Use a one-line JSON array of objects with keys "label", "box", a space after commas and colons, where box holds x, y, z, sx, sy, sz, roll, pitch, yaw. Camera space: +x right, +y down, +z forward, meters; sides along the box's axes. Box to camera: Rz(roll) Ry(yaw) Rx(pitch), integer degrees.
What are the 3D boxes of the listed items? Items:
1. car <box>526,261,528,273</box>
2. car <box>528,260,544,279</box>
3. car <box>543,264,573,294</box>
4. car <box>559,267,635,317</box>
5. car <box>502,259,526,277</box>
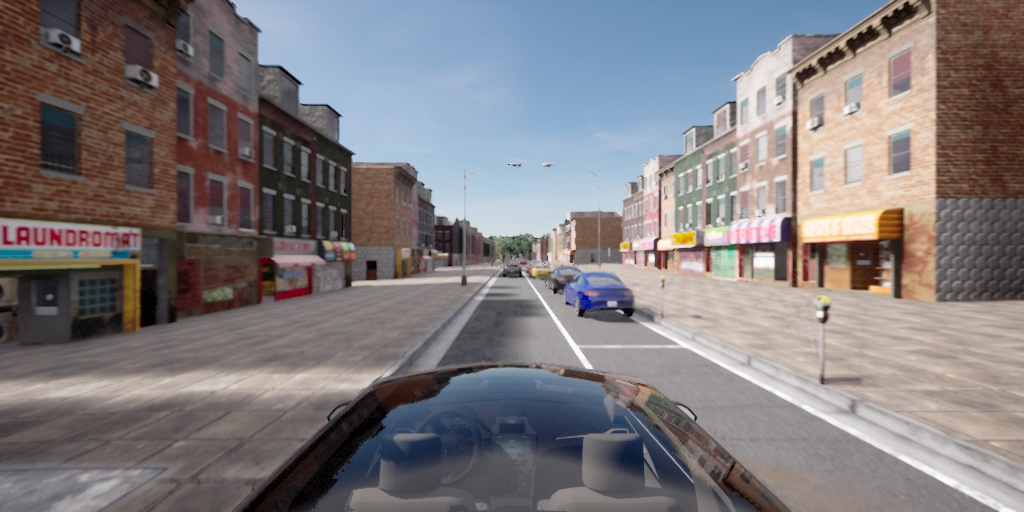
[{"label": "car", "box": [2.640, 1.380, 37.937, 1.802, 1.307, 4.207, 0, 0, 0]}, {"label": "car", "box": [2.639, 1.310, 32.640, 1.751, 1.417, 4.829, 0, 0, 0]}, {"label": "car", "box": [3.025, 1.287, 20.107, 1.812, 1.442, 4.674, 0, 0, 0]}, {"label": "car", "box": [3.024, 1.279, 13.107, 1.812, 1.442, 4.674, 0, 0, 0]}, {"label": "car", "box": [0.058, 1.285, 35.841, 2.128, 1.511, 4.902, 0, 0, 0]}]
